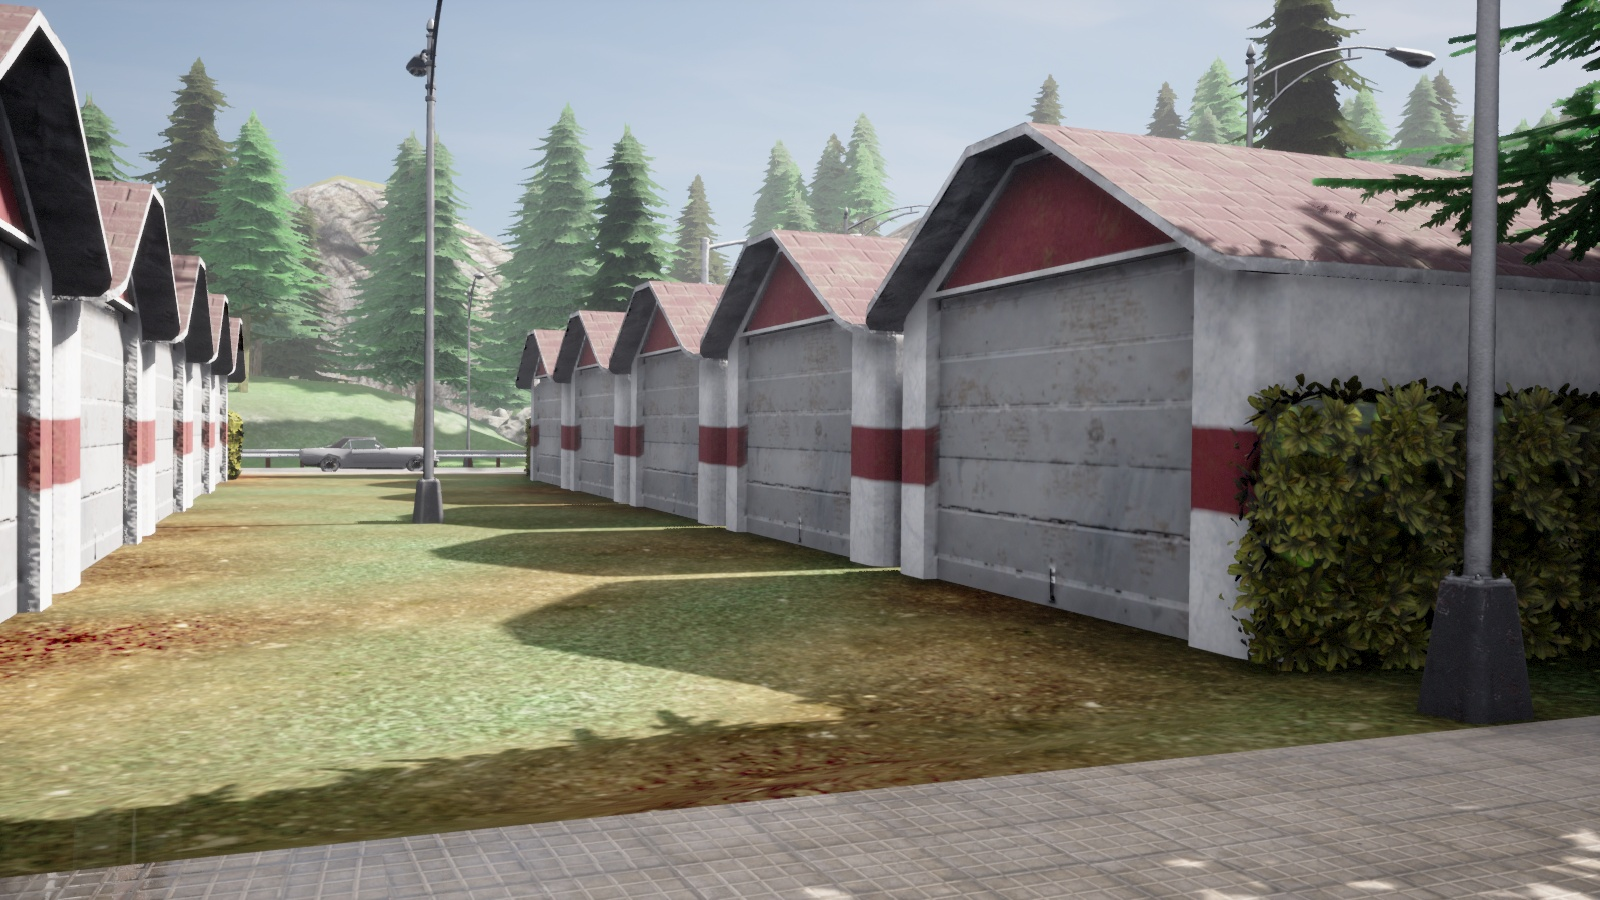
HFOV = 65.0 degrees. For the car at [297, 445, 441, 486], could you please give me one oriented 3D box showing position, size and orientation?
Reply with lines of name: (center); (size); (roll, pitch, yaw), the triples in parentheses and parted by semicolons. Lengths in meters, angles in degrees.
car: (-15.294, 0.516, 44.639); (4.718, 1.301, 1.895); (-1, 1, -20)
